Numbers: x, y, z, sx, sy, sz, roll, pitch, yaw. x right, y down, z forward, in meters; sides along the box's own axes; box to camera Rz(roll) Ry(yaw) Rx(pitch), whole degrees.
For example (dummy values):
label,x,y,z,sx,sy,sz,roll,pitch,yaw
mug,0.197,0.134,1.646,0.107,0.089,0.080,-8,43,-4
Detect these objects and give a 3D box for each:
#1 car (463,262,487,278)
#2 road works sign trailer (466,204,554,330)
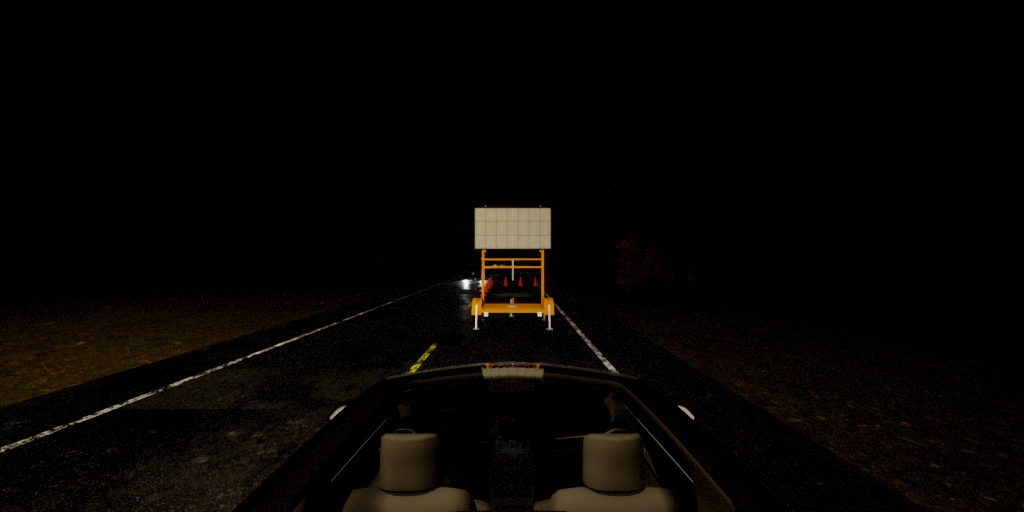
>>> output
label,x,y,z,sx,sy,sz,roll,pitch,yaw
car,-3.404,1.287,33.727,1.812,1.442,4.674,0,0,0
road works sign trailer,0.028,0.215,11.119,2.380,3.560,2.880,0,0,0
